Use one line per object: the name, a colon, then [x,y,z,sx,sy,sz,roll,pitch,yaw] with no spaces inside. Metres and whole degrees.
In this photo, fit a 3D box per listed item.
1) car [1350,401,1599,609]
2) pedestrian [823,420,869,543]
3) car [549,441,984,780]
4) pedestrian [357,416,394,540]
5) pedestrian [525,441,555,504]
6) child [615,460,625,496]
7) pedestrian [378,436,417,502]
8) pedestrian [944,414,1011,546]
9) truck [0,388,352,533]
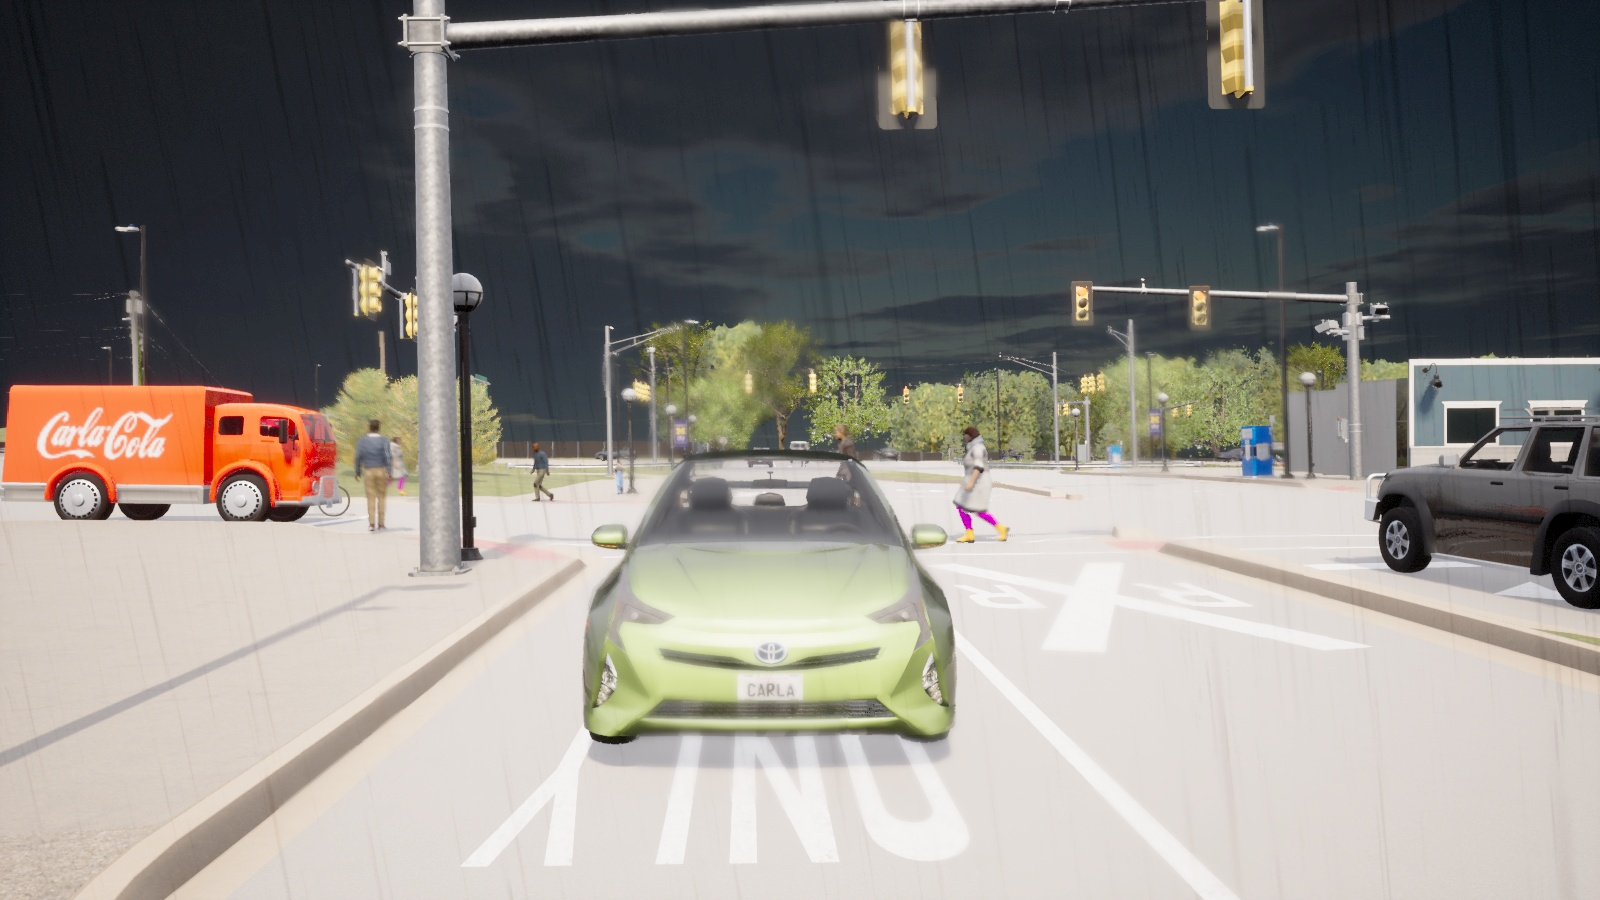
car: [7.886,0.437,13.016,1.932,1.855,4.605,-1,1,-7]
pedestrian: [0.698,0.477,19.210,0.634,1.846,0.331,-2,-1,0]
car: [-0.205,0.725,8.079,2.007,1.525,4.514,0,1,-1]
pedestrian: [-6.856,0.453,20.311,0.423,1.949,0.788,-2,-1,-11]
pedestrian: [-7.691,0.663,37.120,0.726,1.835,0.370,-1,-1,-35]
child: [-6.441,0.992,44.942,0.270,1.263,0.437,-2,-1,-6]
pedestrian: [-12.149,0.564,37.922,0.873,1.952,0.659,-2,-1,7]
pedestrian: [2.708,0.453,19.210,0.873,1.952,0.659,-2,-1,0]
truck: [-11.176,0.198,22.731,5.204,2.467,2.627,0,-1,-2]
